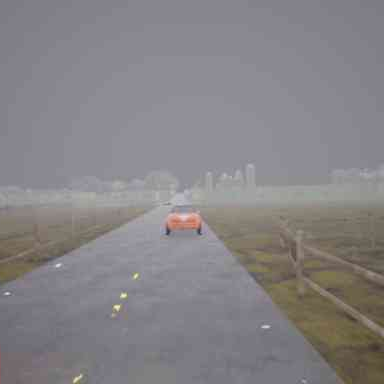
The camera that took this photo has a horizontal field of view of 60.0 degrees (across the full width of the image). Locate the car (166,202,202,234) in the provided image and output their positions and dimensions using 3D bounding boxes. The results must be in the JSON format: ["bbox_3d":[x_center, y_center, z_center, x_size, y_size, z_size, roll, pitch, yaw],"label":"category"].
[{"bbox_3d":[-0.540,1.608,21.348,2.097,1.767,4.553,-1,-1,-2],"label":"car"}]

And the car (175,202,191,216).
[{"bbox_3d":[-1.127,1.971,39.800,1.812,1.442,4.674,-1,-1,-2],"label":"car"}]

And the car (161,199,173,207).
[{"bbox_3d":[-4.741,2.085,63.608,1.895,1.301,4.718,-1,0,-2],"label":"car"}]
